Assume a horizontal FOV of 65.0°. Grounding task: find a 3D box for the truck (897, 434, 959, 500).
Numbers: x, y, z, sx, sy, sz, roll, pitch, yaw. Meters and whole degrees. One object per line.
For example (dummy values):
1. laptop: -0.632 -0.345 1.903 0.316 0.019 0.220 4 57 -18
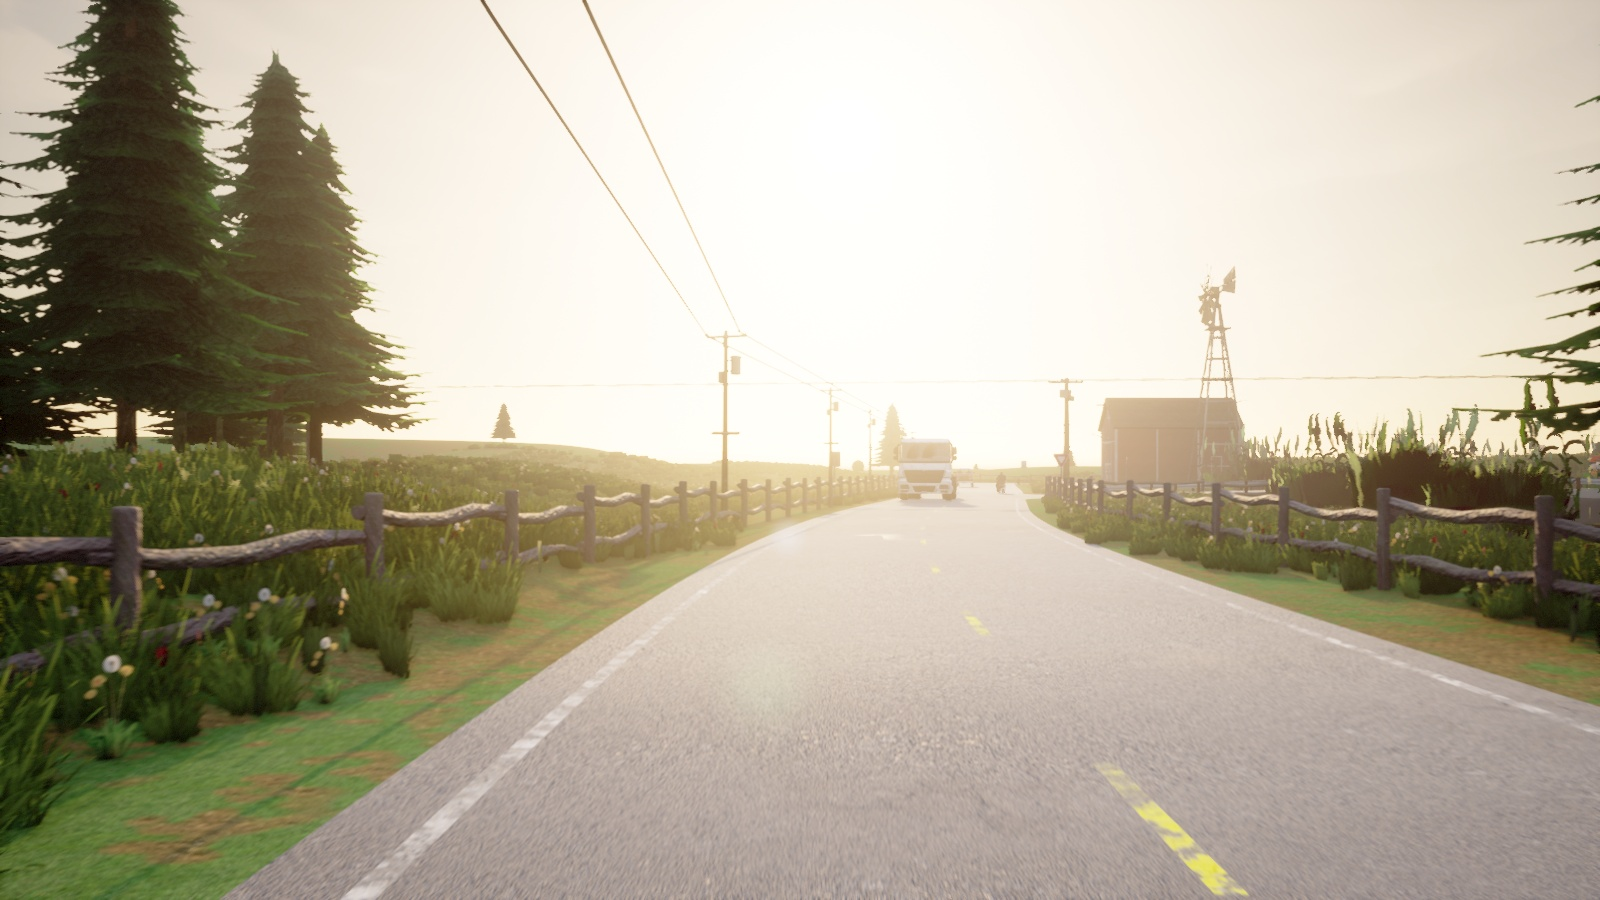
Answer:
1. truck: 7.232 0.978 70.068 2.891 3.462 7.936 0 -1 10
